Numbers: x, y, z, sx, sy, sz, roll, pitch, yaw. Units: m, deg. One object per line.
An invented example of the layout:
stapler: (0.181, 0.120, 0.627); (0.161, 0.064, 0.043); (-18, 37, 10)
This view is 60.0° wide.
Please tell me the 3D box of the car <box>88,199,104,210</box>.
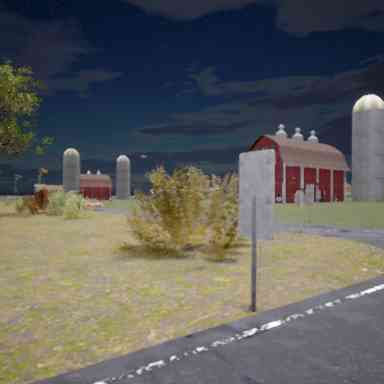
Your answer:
car: (-15.484, 1.904, 52.302); (2.097, 1.767, 4.553); (1, -1, -35)
